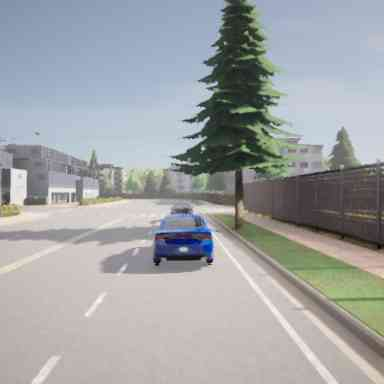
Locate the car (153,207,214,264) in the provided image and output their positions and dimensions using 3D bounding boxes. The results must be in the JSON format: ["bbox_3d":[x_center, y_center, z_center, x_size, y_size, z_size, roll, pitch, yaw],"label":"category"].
[{"bbox_3d":[-0.312,1.520,12.014,1.882,1.535,5.008,0,0,-2],"label":"car"}]

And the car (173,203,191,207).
[{"bbox_3d":[-0.803,1.619,26.582,1.812,1.442,4.674,0,0,-2],"label":"car"}]
